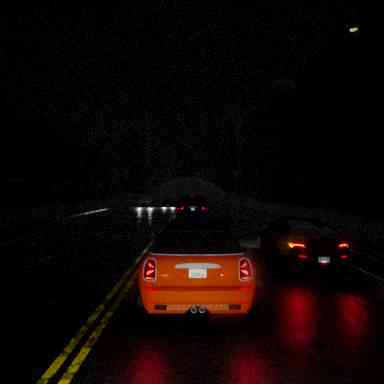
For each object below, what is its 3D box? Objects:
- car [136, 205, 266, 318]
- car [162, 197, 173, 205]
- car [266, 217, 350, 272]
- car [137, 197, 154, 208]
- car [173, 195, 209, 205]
[{"bbox_3d":[0.082,1.346,7.546,2.097,1.767,4.553,0,0,0],"label":"car"},{"bbox_3d":[-3.374,1.462,49.329,2.033,1.411,5.357,0,0,0],"label":"car"},{"bbox_3d":[3.332,1.517,10.592,1.812,1.442,4.674,0,0,1],"label":"car"},{"bbox_3d":[-6.633,1.443,47.956,1.812,1.442,4.674,0,0,0],"label":"car"},{"bbox_3d":[0.046,1.194,24.028,2.150,2.045,5.566,0,0,0],"label":"car"}]
